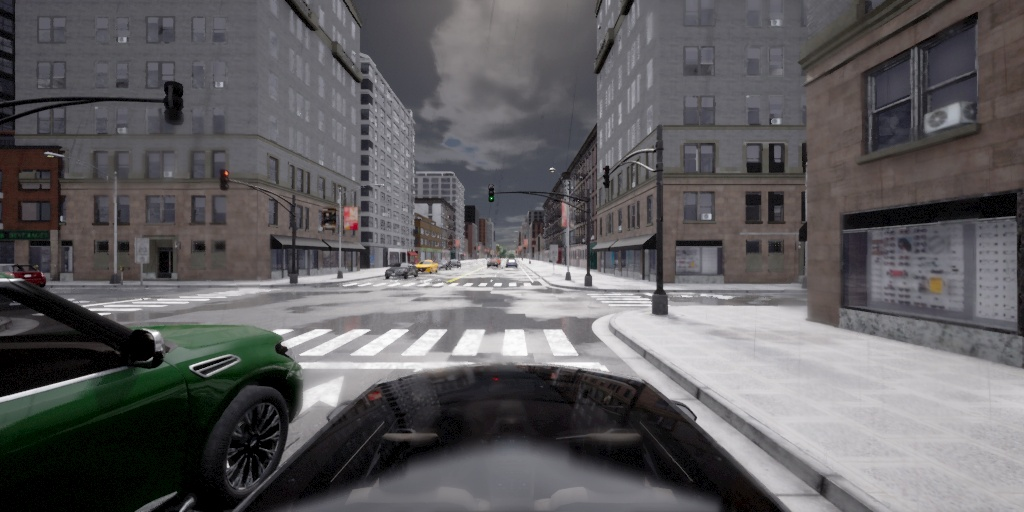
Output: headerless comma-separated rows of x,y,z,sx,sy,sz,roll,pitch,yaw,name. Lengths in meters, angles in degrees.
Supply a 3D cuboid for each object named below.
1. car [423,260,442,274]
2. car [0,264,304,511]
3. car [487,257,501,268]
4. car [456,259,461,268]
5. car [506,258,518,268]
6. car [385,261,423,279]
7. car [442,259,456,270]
-9.875,1.226,41.603,1.882,1.535,5.008,0,0,0,car
-3.148,0.971,1.194,2.150,2.045,5.566,0,0,0,car
-3.298,1.342,61.854,1.895,1.301,4.718,0,0,0,car
-9.847,1.267,61.433,1.812,1.442,4.674,0,0,0,car
-0.048,1.305,61.826,1.994,1.385,4.181,0,0,0,car
-9.869,1.276,32.407,1.812,1.442,4.674,0,0,2,car
-9.880,1.237,51.415,2.128,1.511,4.902,0,0,0,car
